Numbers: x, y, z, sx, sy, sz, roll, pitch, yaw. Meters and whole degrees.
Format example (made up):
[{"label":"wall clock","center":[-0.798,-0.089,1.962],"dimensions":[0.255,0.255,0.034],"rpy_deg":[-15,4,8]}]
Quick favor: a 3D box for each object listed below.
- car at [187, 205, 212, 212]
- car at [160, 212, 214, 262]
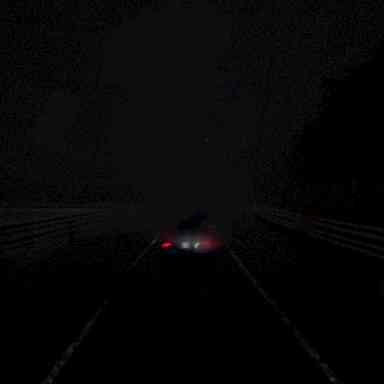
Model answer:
[{"label":"car","center":[0.615,1.821,28.453],"dimensions":[2.128,1.511,4.902],"rpy_deg":[0,-1,6]},{"label":"car","center":[-0.146,1.700,12.684],"dimensions":[2.033,1.411,5.357],"rpy_deg":[0,-1,0]}]
